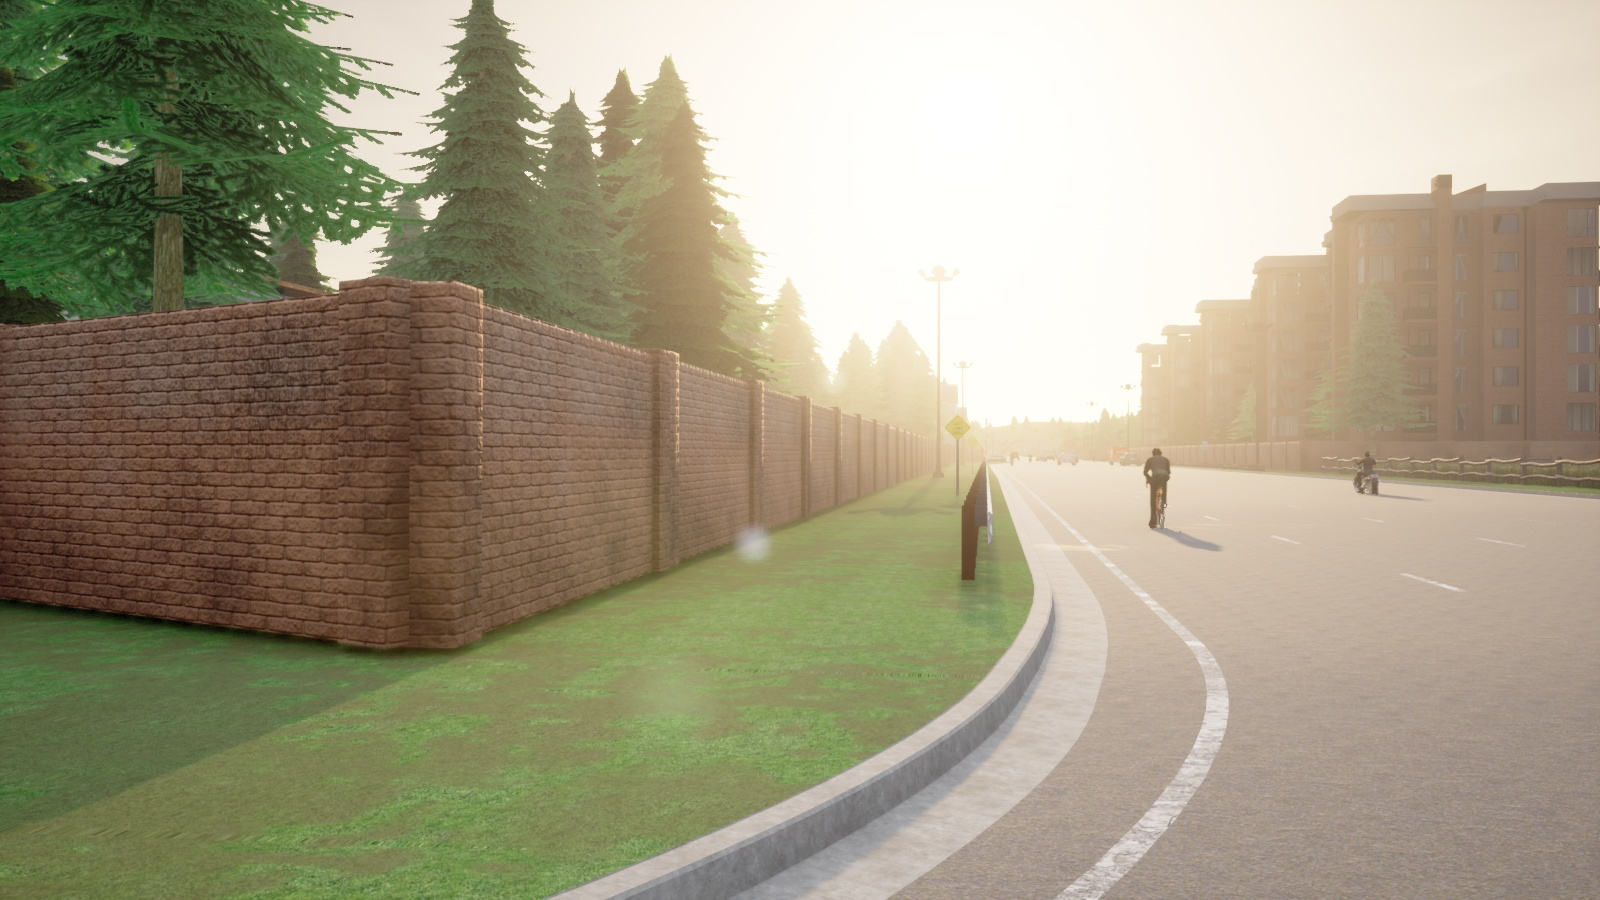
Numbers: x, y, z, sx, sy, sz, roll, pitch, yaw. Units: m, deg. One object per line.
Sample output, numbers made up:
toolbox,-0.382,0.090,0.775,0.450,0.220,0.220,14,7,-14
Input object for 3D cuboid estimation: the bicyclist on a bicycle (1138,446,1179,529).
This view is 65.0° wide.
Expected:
bicyclist on a bicycle,7.196,0.744,25.267,0.582,1.620,1.656,0,-1,9

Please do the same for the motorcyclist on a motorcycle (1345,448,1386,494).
motorcyclist on a motorcycle,21.052,0.764,46.788,0.766,1.649,2.350,0,0,9
